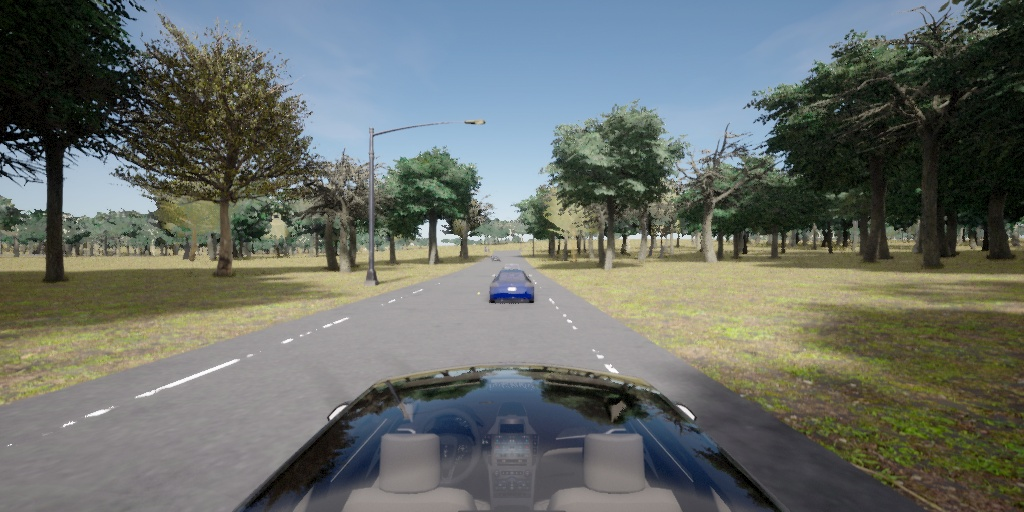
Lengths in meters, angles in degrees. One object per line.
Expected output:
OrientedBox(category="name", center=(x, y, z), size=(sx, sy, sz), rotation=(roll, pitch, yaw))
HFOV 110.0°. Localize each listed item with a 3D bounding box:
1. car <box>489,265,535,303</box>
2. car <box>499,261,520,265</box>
OrientedBox(category="car", center=(0.000, 1.305, 16.502), size=(1.994, 1.385, 4.181), rotation=(0, 0, 0))
OrientedBox(category="car", center=(0.000, 1.325, 31.532), size=(1.895, 1.301, 4.718), rotation=(0, 0, 0))
